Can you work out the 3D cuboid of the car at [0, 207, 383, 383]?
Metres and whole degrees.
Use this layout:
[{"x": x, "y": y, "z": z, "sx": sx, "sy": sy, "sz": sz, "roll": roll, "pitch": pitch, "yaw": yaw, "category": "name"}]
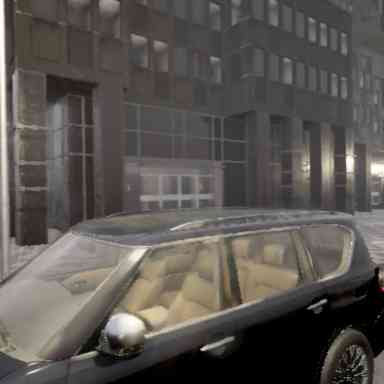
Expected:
[{"x": -0.336, "y": 1.220, "z": 3.138, "sx": 5.566, "sy": 2.045, "sz": 2.150, "roll": 0, "pitch": 0, "yaw": -36, "category": "car"}]
